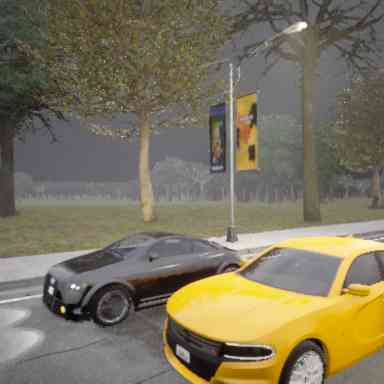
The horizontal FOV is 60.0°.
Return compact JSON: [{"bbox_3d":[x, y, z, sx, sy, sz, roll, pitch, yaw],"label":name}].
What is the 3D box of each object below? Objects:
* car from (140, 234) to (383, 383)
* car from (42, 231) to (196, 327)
[{"bbox_3d":[1.950,1.467,5.025,5.008,1.535,1.882,0,0,-35],"label":"car"},{"bbox_3d":[-0.856,1.556,7.030,4.181,1.385,1.994,0,0,-35],"label":"car"}]
